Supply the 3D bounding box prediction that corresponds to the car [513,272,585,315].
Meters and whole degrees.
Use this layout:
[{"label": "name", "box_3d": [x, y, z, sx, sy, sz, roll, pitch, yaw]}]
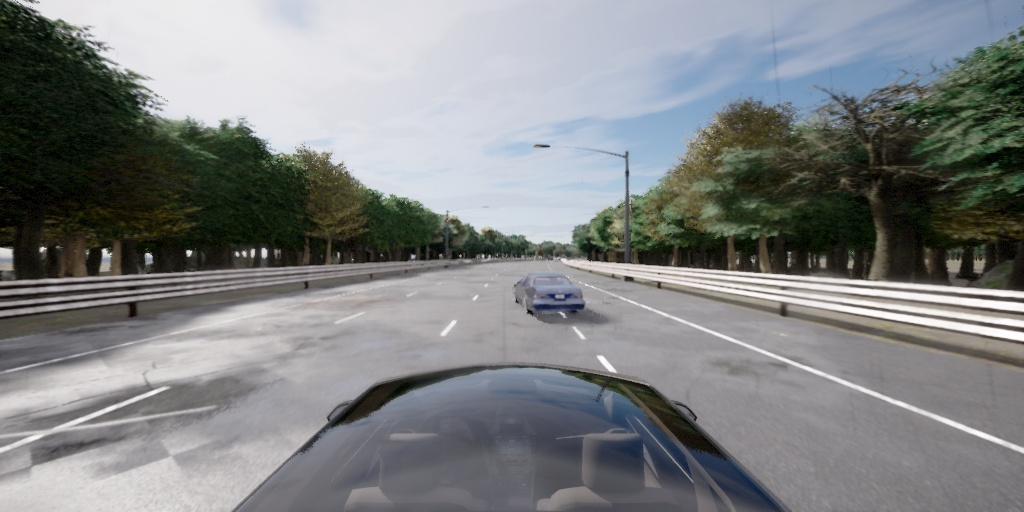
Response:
[{"label": "car", "box_3d": [1.202, 1.309, 13.675, 2.033, 1.411, 5.357, 0, 0, -7]}]
